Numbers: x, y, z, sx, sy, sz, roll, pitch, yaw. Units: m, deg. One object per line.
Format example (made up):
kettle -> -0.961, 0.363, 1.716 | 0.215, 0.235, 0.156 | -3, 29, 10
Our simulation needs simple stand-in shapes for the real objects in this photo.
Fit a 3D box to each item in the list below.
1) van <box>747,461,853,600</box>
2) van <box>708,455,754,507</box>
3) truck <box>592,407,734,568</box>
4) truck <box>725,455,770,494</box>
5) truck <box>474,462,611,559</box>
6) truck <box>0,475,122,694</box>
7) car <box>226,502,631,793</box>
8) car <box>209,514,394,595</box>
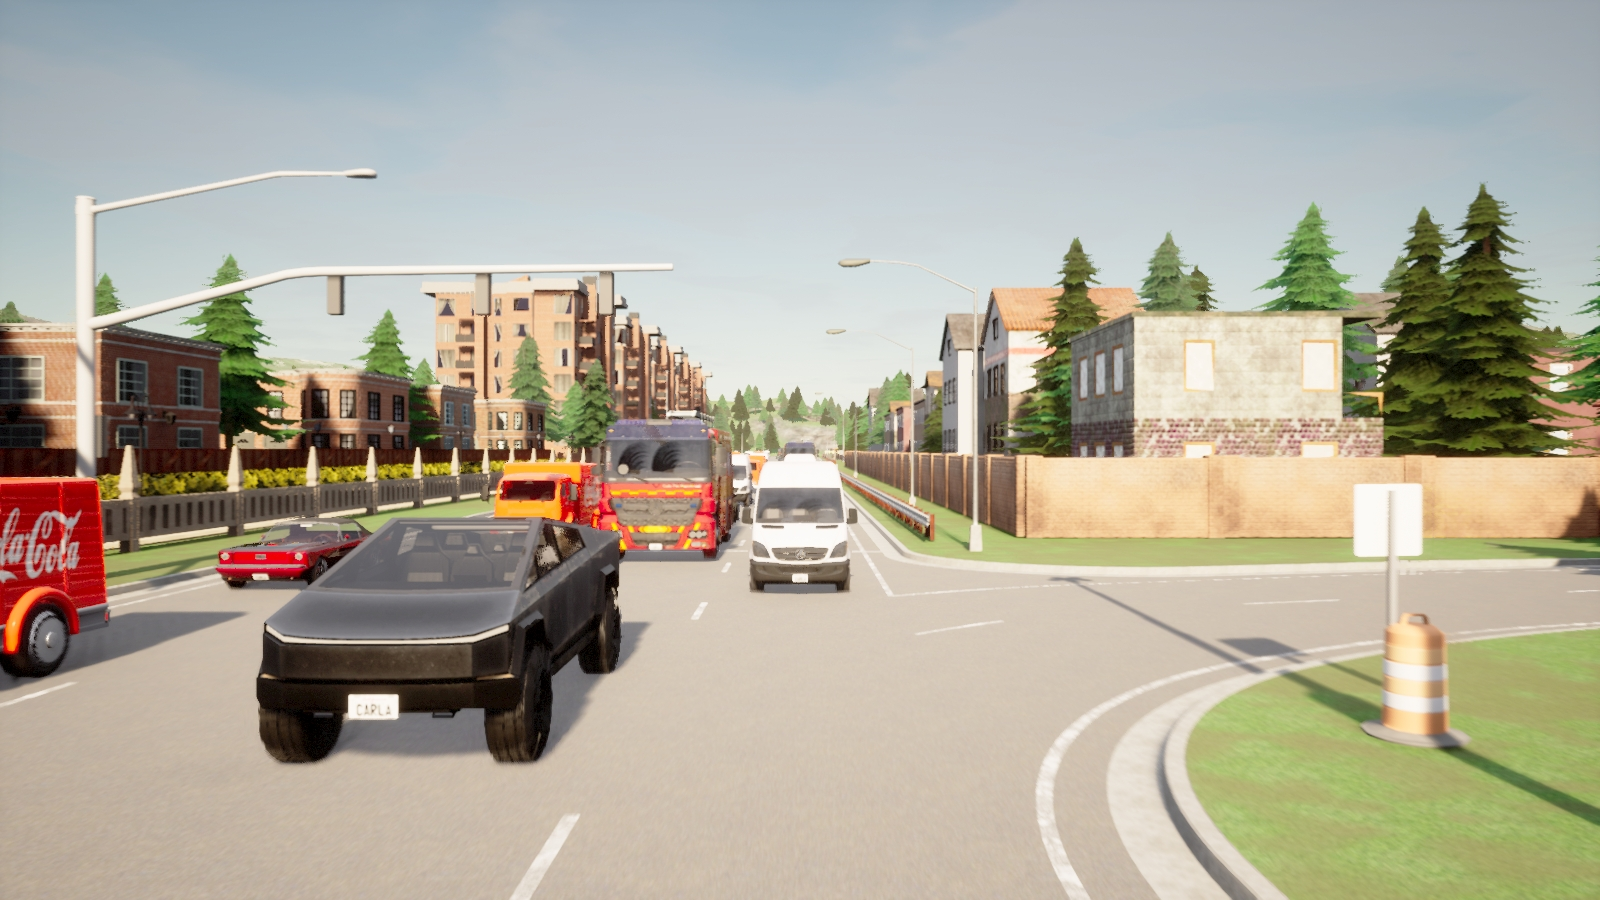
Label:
van -> 0.002, 1.534, 24.403 | 1.988, 2.561, 5.915 | 0, 0, 0
van -> -3.497, 1.535, 58.712 | 1.988, 2.561, 5.915 | 0, 0, 0
truck -> -3.496, 0.891, 31.411 | 2.891, 3.827, 8.468 | 0, 0, 0
truck -> -3.431, 1.566, 75.538 | 2.627, 2.467, 5.204 | 0, 0, 1
truck -> -6.998, 1.575, 31.735 | 2.627, 2.467, 5.204 | 0, -1, 0
truck -> -10.499, 1.568, 12.867 | 2.627, 2.467, 5.204 | 0, 0, 0
car -> -3.501, 1.753, 12.479 | 2.390, 2.098, 6.274 | 0, 0, 0
car -> -10.500, 2.155, 24.503 | 1.895, 1.301, 4.718 | 0, 0, 0
